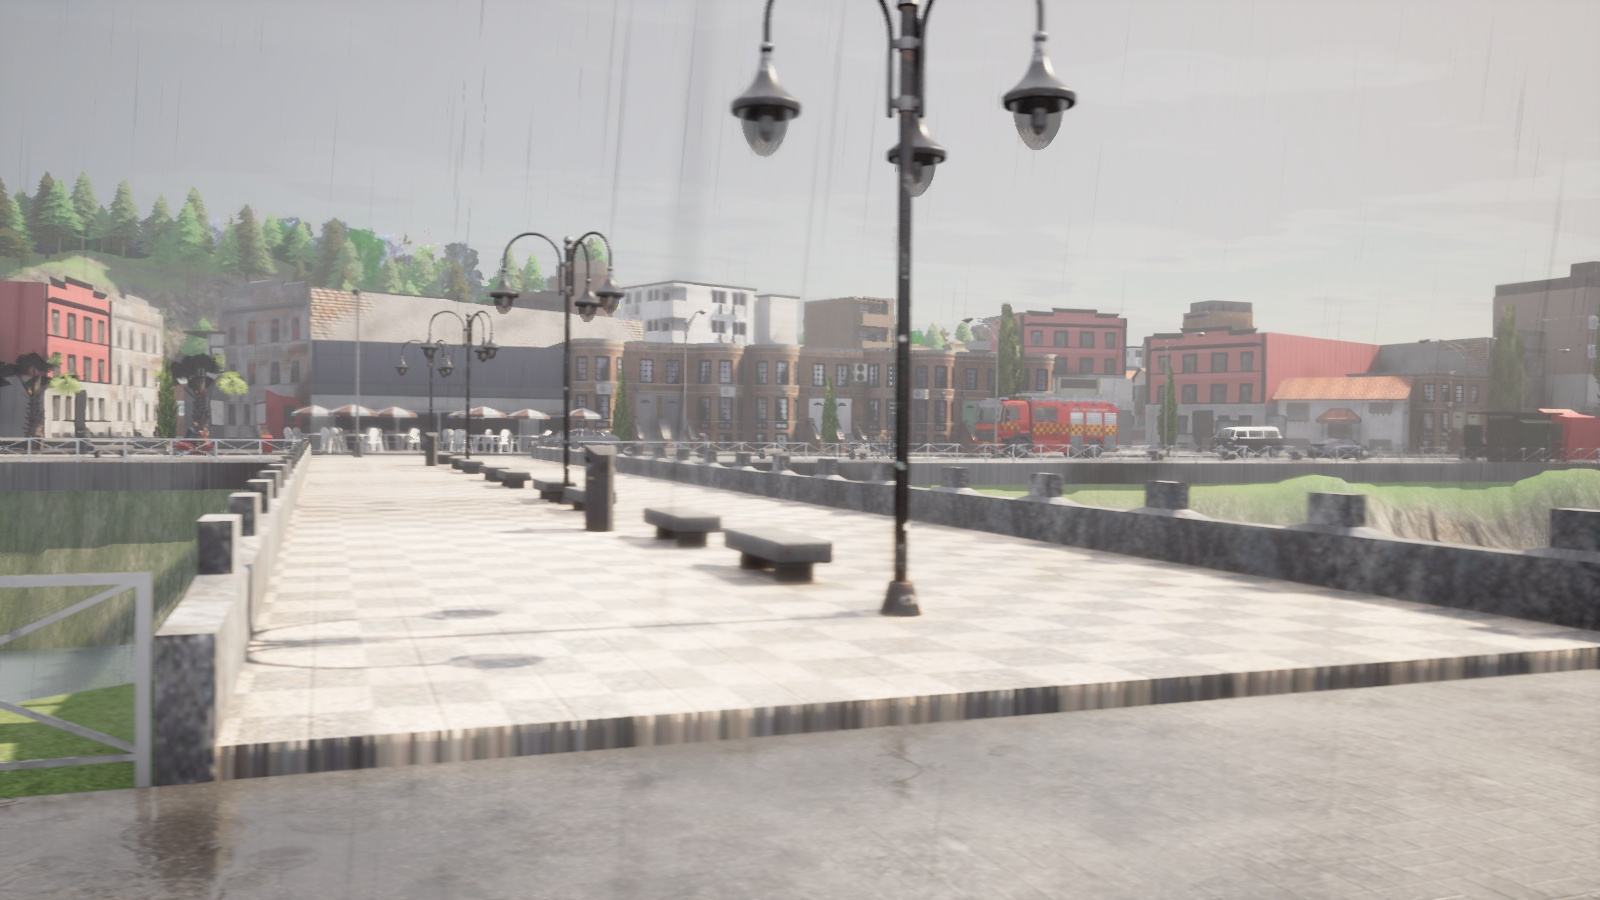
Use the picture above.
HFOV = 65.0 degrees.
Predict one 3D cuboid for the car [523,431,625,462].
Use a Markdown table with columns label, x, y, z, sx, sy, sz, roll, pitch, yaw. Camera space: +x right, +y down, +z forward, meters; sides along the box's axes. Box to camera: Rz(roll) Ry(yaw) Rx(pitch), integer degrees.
| label | x | y | z | sx | sy | sz | roll | pitch | yaw |
| --- | --- | --- | --- | --- | --- | --- | --- | --- | --- |
| car | -11.749 | -0.181 | 65.286 | 4.902 | 1.511 | 2.128 | -1 | 1 | -21 |

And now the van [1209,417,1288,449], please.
| label | x | y | z | sx | sy | sz | roll | pitch | yaw |
| --- | --- | --- | --- | --- | --- | --- | --- | --- | --- |
| van | 28.828 | -1.103 | 80.702 | 4.480 | 2.038 | 2.069 | -1 | 1 | -21 |

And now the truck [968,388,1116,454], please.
| label | x | y | z | sx | sy | sz | roll | pitch | yaw |
| --- | --- | --- | --- | --- | --- | --- | --- | --- | --- |
| truck | 14.518 | -1.748 | 75.254 | 8.468 | 3.827 | 2.891 | -1 | 1 | -21 |

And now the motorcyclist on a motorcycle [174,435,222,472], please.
| label | x | y | z | sx | sy | sz | roll | pitch | yaw |
| --- | --- | --- | --- | --- | --- | --- | --- | --- | --- |
| motorcyclist on a motorcycle | -26.526 | 0.137 | 55.394 | 1.817 | 1.590 | 0.866 | -1 | 1 | -21 |

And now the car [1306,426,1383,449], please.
| label | x | y | z | sx | sy | sz | roll | pitch | yaw |
| --- | --- | --- | --- | --- | --- | --- | --- | --- | --- |
| car | 33.965 | -0.781 | 78.380 | 4.181 | 1.385 | 1.994 | -1 | 1 | -21 |
